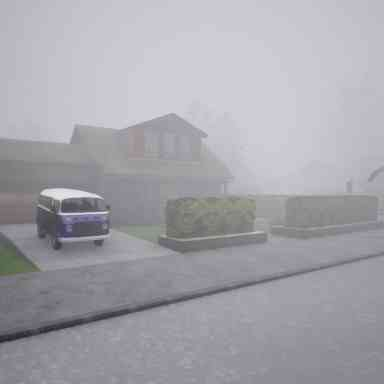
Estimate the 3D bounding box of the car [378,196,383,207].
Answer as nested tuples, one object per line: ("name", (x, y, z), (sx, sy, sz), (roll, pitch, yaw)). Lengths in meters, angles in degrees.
("car", (24.583, 0.986, 41.404), (3.866, 1.878, 1.905), (0, 0, -1))
